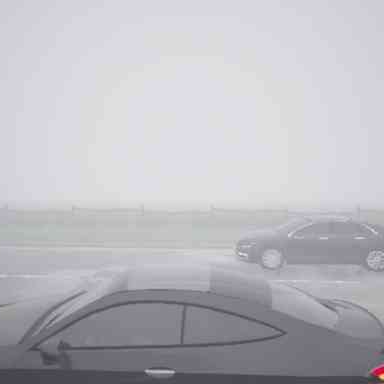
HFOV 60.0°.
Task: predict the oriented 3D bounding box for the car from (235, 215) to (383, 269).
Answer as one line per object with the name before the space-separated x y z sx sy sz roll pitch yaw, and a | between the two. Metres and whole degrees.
car | 3.763 1.497 10.132 4.892 1.490 1.837 0 0 3

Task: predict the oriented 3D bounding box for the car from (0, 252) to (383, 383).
car | -0.458 1.518 3.365 4.674 1.442 1.812 0 0 3
